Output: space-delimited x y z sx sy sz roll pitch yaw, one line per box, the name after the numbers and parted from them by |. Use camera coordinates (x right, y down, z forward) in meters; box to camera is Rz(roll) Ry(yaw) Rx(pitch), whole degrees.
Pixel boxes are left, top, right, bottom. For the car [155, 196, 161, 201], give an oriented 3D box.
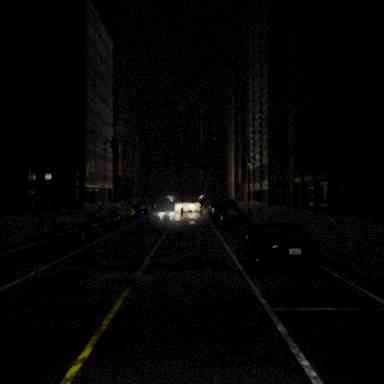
-5.819 1.608 44.575 2.192 1.841 5.009 0 0 0 | car

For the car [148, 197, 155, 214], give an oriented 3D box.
-5.812 1.696 38.965 1.967 1.590 4.097 0 0 0 | car

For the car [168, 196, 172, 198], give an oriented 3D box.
-5.849 1.762 67.013 2.192 1.841 5.009 0 0 0 | car

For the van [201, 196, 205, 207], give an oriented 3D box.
2.698 1.672 50.207 1.690 1.788 3.998 0 0 0 | van

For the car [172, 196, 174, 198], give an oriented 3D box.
-5.863 2.075 78.230 2.008 1.369 4.403 0 0 0 | car

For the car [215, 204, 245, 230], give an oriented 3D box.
2.735 1.724 22.160 1.802 1.307 4.206 0 0 0 | car

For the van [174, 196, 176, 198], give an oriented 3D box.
-5.878 1.944 89.450 1.690 1.788 3.998 0 0 0 | van

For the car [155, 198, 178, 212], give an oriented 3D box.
-3.143 1.841 42.250 1.994 1.385 4.181 0 0 0 | car

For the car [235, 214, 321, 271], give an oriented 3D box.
2.750 1.635 10.942 1.947 1.339 4.313 0 0 0 | car

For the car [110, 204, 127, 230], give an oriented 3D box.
-5.790 1.725 22.136 1.802 1.307 4.206 0 0 0 | car

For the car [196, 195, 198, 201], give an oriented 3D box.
2.662 1.964 78.251 1.967 1.590 4.097 0 0 0 | car

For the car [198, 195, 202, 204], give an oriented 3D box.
2.684 1.723 61.425 2.192 1.841 5.009 0 0 0 | car

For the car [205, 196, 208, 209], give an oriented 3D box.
2.720 1.532 33.380 2.192 1.841 5.009 0 0 0 | car

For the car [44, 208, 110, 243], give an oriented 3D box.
-5.783 1.657 16.527 2.008 1.369 4.403 0 0 0 | car

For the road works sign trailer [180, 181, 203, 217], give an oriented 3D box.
-0.045 0.690 34.552 2.380 3.560 2.880 0 0 0 | road works sign trailer

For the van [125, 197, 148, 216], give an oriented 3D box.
-5.805 1.559 33.356 1.690 1.788 3.998 0 0 0 | van

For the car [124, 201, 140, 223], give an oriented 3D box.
-5.797 1.704 27.576 1.752 1.417 4.829 0 0 0 | car

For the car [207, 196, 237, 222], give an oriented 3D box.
2.728 1.495 27.771 2.192 1.841 5.009 0 0 0 | car

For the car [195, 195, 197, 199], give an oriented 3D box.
2.640 2.187 95.077 1.887 1.381 4.507 0 0 0 | car

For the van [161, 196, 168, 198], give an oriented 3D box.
-5.841 1.749 61.403 1.690 1.788 3.998 0 0 0 | van
